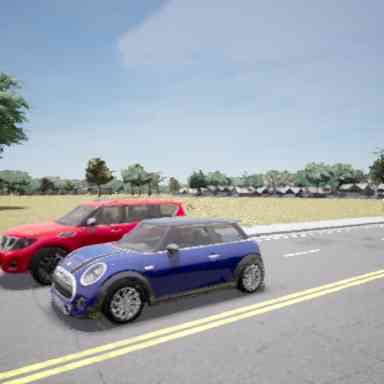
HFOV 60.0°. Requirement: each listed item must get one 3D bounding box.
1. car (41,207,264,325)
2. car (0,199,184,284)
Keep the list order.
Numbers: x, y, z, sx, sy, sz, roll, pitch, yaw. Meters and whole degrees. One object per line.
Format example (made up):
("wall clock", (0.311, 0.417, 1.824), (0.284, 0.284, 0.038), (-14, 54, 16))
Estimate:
("car", (-0.570, 1.369, 7.271), (4.553, 1.767, 2.097), (0, 0, -35))
("car", (-2.536, 1.238, 9.860), (5.566, 2.045, 2.150), (0, 0, -35))
